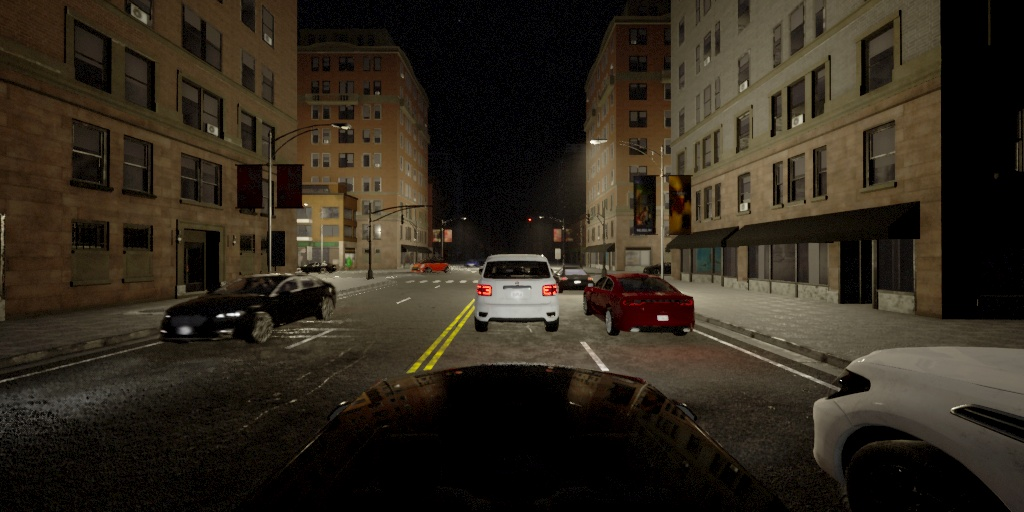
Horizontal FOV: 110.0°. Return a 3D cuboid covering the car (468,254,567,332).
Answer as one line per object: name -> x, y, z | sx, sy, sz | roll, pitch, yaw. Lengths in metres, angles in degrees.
car -> 0.123, 0.971, 11.009 | 2.150, 2.045, 5.566 | 0, 0, 0

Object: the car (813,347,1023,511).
car -> 3.346, 0.972, 0.281 | 2.150, 2.045, 5.566 | 0, 0, 0

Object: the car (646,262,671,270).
car -> 16.111, 1.350, 37.882 | 4.181, 1.385, 1.994 | 0, 0, 0

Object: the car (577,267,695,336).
car -> 3.369, 1.227, 10.441 | 1.882, 1.535, 5.008 | 0, 0, 0

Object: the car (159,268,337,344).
car -> -6.583, 1.242, 9.670 | 2.128, 1.511, 4.902 | 0, 0, 0

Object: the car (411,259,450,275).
car -> -9.049, 1.115, 40.047 | 2.097, 1.767, 4.553 | -1, -1, 34

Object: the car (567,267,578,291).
car -> 3.389, 1.313, 20.529 | 1.994, 1.385, 4.181 | 0, 0, 0

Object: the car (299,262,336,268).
car -> -22.042, 1.325, 40.345 | 4.313, 1.339, 1.948 | 0, 0, 0

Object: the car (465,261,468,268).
car -> -6.461, 1.265, 59.152 | 1.812, 1.442, 4.674 | 0, 0, 0
